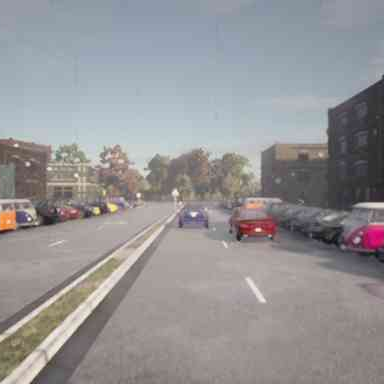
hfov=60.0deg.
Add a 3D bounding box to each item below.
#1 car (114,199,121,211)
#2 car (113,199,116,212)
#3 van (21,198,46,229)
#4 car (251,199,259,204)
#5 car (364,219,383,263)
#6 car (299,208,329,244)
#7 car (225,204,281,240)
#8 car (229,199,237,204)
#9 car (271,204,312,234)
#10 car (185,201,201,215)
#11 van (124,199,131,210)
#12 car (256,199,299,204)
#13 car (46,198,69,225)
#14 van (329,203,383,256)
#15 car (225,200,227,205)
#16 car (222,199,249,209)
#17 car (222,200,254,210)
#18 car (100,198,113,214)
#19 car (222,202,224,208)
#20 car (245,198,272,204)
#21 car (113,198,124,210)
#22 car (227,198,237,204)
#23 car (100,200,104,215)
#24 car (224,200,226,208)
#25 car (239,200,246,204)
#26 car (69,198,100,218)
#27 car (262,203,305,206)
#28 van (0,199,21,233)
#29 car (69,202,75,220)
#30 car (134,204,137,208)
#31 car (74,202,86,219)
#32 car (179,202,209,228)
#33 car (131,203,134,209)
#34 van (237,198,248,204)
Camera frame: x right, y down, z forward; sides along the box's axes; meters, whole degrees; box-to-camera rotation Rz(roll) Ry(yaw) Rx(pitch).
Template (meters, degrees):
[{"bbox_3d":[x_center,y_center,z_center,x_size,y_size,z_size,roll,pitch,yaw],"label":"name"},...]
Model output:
[{"bbox_3d":[-12.477,2.021,43.913,5.008,1.535,2.097,0,-1,0],"label":"car"},{"bbox_3d":[-12.493,1.983,41.259,4.892,1.521,2.231,0,-1,0],"label":"car"},{"bbox_3d":[-12.404,1.480,21.809,4.442,1.987,1.878,0,-1,0],"label":"van"},{"bbox_3d":[7.699,1.675,28.401,4.553,1.767,2.185,0,-1,0],"label":"car"},{"bbox_3d":[7.646,1.611,9.101,4.674,1.452,2.002,0,-1,0],"label":"car"},{"bbox_3d":[7.648,1.632,14.615,4.892,1.521,2.231,0,-1,0],"label":"car"},{"bbox_3d":[3.130,1.669,18.150,1.882,1.535,5.008,0,-1,0],"label":"car"},{"bbox_3d":[7.493,1.951,39.427,5.366,1.575,1.946,0,-1,0],"label":"car"},{"bbox_3d":[7.653,1.697,20.128,4.892,1.521,2.231,0,-1,0],"label":"car"},{"bbox_3d":[0.141,1.987,41.975,1.882,1.535,5.008,0,-1,0],"label":"car"},{"bbox_3d":[-12.351,1.915,52.255,4.442,1.987,1.878,0,-1,0],"label":"van"},{"bbox_3d":[7.634,1.639,25.643,4.553,1.767,2.185,0,-1,0],"label":"car"},{"bbox_3d":[-12.544,1.491,24.589,5.566,2.045,2.435,0,-1,0],"label":"car"},{"bbox_3d":[7.534,1.374,11.737,4.442,1.987,1.878,0,-1,0],"label":"van"},{"bbox_3d":[7.693,2.073,47.697,4.892,1.521,2.231,0,-1,0],"label":"car"},{"bbox_3d":[7.666,2.076,58.736,4.553,1.767,2.185,0,-1,0],"label":"car"},{"bbox_3d":[7.700,2.173,55.972,5.008,1.535,2.097,0,-1,0],"label":"car"},{"bbox_3d":[-12.521,1.689,38.485,5.566,2.045,2.435,0,-1,0],"label":"car"},{"bbox_3d":[7.690,2.181,53.216,4.674,1.452,2.002,0,-1,0],"label":"car"},{"bbox_3d":[7.702,1.712,31.157,4.553,1.767,2.185,0,-1,0],"label":"car"},{"bbox_3d":[-12.508,1.939,46.818,4.553,1.767,2.185,0,-1,0],"label":"car"},{"bbox_3d":[7.710,1.742,42.187,5.566,2.045,2.435,0,-1,0],"label":"car"},{"bbox_3d":[-12.682,1.896,35.701,5.366,1.575,1.946,0,-1,0],"label":"car"},{"bbox_3d":[7.658,1.982,50.461,4.553,1.767,2.185,0,-1,0],"label":"car"},{"bbox_3d":[7.679,1.876,33.912,5.008,1.535,2.097,0,-1,0],"label":"car"},{"bbox_3d":[-12.473,1.605,32.800,5.566,2.045,2.435,0,-1,0],"label":"car"},{"bbox_3d":[7.656,1.731,22.885,4.892,1.521,2.231,0,-1,0],"label":"car"},{"bbox_3d":[-12.643,1.445,19.032,4.442,1.987,1.878,0,-1,0],"label":"van"},{"bbox_3d":[-12.508,1.820,27.364,4.674,1.452,2.002,0,-1,0],"label":"car"},{"bbox_3d":[-12.423,2.252,60.595,4.792,1.488,2.163,0,0,0],"label":"car"},{"bbox_3d":[-12.503,1.858,30.078,4.674,1.452,2.002,0,-1,0],"label":"car"},{"bbox_3d":[0.123,1.627,24.915,2.097,1.767,4.553,0,-1,0],"label":"car"},{"bbox_3d":[-12.493,2.047,55.162,4.553,1.767,2.185,0,-1,0],"label":"car"},{"bbox_3d":[7.559,1.689,36.673,4.442,1.987,1.878,0,-1,0],"label":"van"}]
